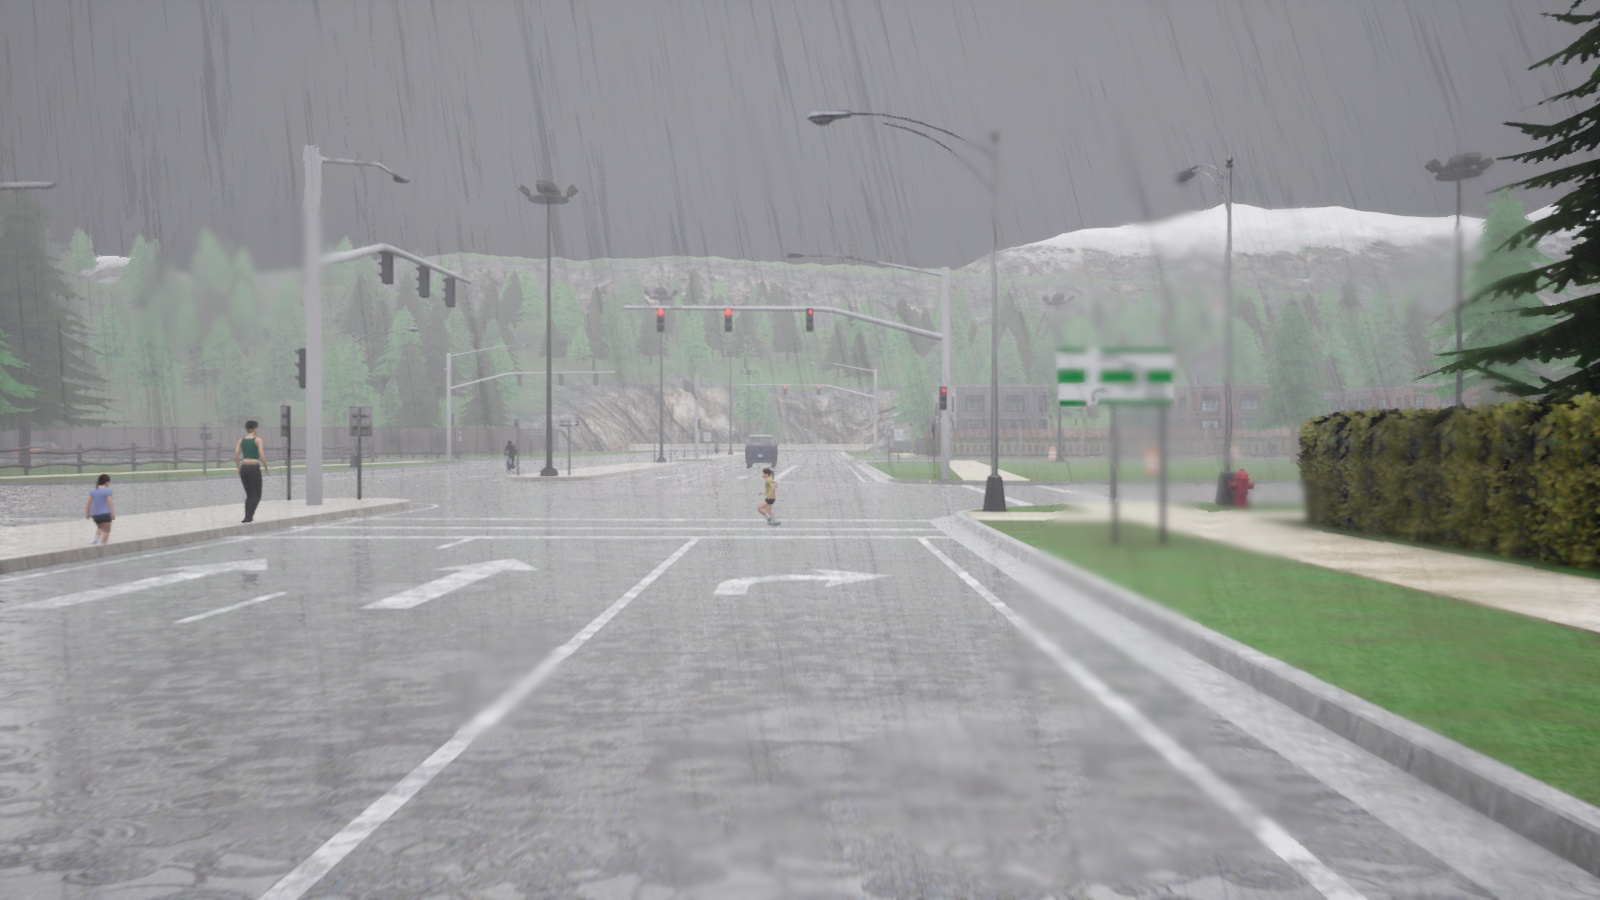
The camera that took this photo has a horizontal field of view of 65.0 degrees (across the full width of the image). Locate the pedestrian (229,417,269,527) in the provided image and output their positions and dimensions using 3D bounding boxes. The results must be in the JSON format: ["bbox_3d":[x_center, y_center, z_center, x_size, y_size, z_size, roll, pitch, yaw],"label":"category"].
[{"bbox_3d":[-9.334,0.367,21.282,0.345,1.836,0.594,0,0,13],"label":"pedestrian"}]

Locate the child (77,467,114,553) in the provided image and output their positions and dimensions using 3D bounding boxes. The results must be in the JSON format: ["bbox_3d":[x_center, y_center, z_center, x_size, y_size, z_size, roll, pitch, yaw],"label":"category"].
[{"bbox_3d":[-9.314,0.787,16.603,0.255,1.110,0.394,0,0,3],"label":"child"}]

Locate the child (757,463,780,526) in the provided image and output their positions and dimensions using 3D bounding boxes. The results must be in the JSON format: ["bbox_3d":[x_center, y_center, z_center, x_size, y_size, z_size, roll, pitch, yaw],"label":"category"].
[{"bbox_3d":[-0.558,0.790,22.257,0.394,1.110,0.255,0,0,1],"label":"child"}]

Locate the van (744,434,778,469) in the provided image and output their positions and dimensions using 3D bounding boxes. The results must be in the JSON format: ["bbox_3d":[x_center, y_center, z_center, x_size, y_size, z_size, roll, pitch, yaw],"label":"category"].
[{"bbox_3d":[-2.252,0.076,74.179,1.775,1.987,4.442,0,0,1],"label":"van"}]
